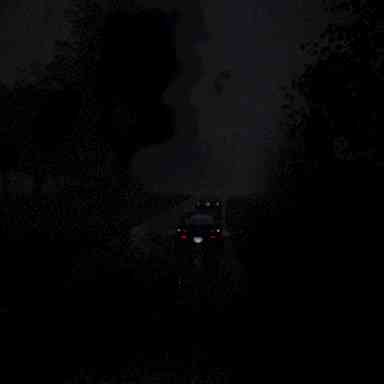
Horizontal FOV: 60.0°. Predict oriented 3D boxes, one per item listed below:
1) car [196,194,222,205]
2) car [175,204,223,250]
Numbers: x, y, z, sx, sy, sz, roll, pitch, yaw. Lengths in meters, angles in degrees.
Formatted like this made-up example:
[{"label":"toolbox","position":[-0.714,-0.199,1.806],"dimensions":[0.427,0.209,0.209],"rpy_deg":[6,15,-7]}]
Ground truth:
[{"label":"car","position":[1.499,0.974,28.746],"dimensions":[2.097,1.767,4.553],"rpy_deg":[0,2,6]},{"label":"car","position":[0.352,1.496,14.208],"dimensions":[1.812,1.442,4.674],"rpy_deg":[0,1,3]}]
